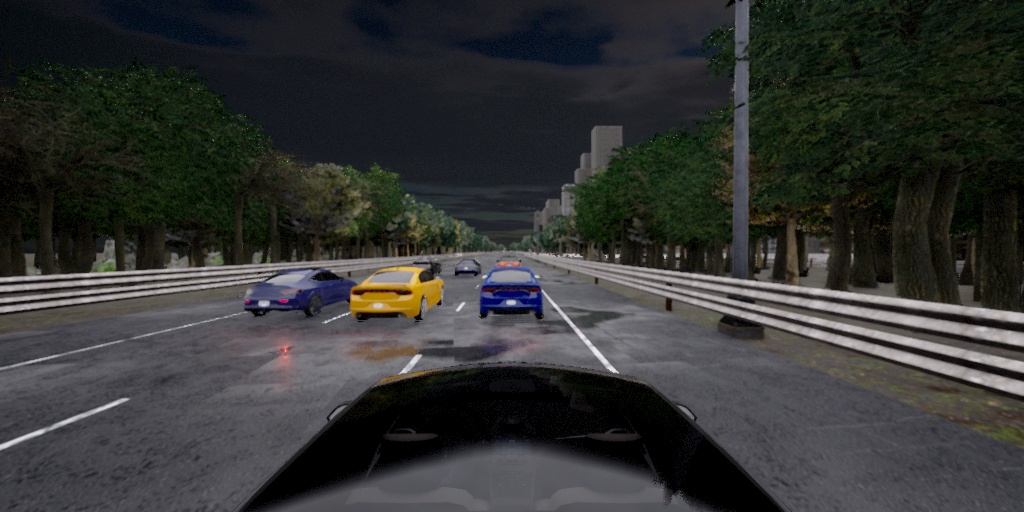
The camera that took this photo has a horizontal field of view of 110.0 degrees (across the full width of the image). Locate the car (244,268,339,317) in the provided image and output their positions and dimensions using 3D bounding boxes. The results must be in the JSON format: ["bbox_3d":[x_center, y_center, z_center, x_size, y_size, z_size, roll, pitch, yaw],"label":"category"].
[{"bbox_3d":[-7.038,1.147,12.443,1.812,1.442,4.674,0,1,-1],"label":"car"}]

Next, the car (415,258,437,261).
[{"bbox_3d":[-7.244,0.887,30.542,2.128,1.511,4.902,0,1,-1],"label":"car"}]

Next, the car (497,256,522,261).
[{"bbox_3d":[-0.242,0.750,30.393,2.097,1.767,4.553,0,1,-1],"label":"car"}]

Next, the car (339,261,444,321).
[{"bbox_3d":[-3.528,1.106,11.878,1.882,1.535,5.008,0,1,0],"label":"car"}]

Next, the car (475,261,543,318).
[{"bbox_3d":[-0.038,1.100,12.380,1.882,1.535,5.008,0,1,0],"label":"car"}]

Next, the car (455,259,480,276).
[{"bbox_3d":[-3.749,0.953,31.114,1.994,1.385,4.181,0,1,-1],"label":"car"}]
